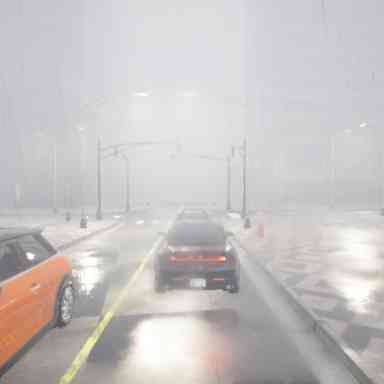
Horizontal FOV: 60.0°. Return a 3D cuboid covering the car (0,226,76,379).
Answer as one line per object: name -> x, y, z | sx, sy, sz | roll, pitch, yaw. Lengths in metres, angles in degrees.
car -> -3.089, 1.344, 3.920 | 2.097, 1.767, 4.553 | 0, 0, 0

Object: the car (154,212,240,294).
car -> 0.103, 1.488, 8.759 | 1.837, 1.490, 4.892 | 0, 0, 0

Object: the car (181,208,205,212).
car -> 0.064, 1.530, 17.662 | 1.994, 1.385, 4.181 | 0, 0, 1
